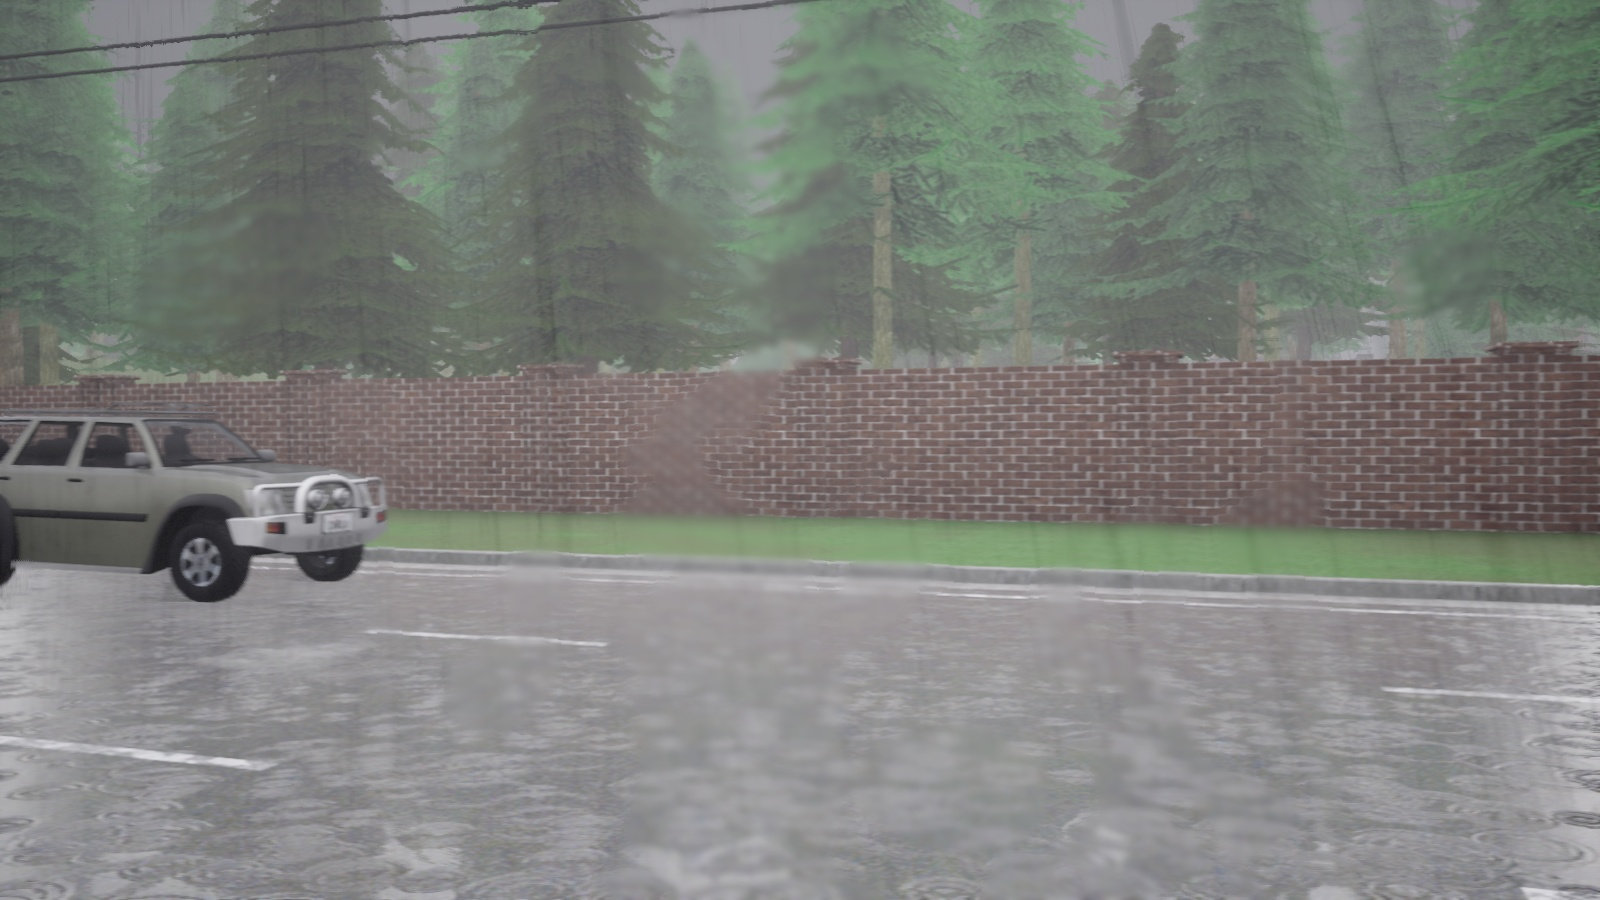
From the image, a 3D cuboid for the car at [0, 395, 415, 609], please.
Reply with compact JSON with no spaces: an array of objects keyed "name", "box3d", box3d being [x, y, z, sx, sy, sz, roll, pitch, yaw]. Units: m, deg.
[{"name":"car","box3d":[-6.467,0.411,12.751,4.605,1.855,1.932,1,1,19]}]
